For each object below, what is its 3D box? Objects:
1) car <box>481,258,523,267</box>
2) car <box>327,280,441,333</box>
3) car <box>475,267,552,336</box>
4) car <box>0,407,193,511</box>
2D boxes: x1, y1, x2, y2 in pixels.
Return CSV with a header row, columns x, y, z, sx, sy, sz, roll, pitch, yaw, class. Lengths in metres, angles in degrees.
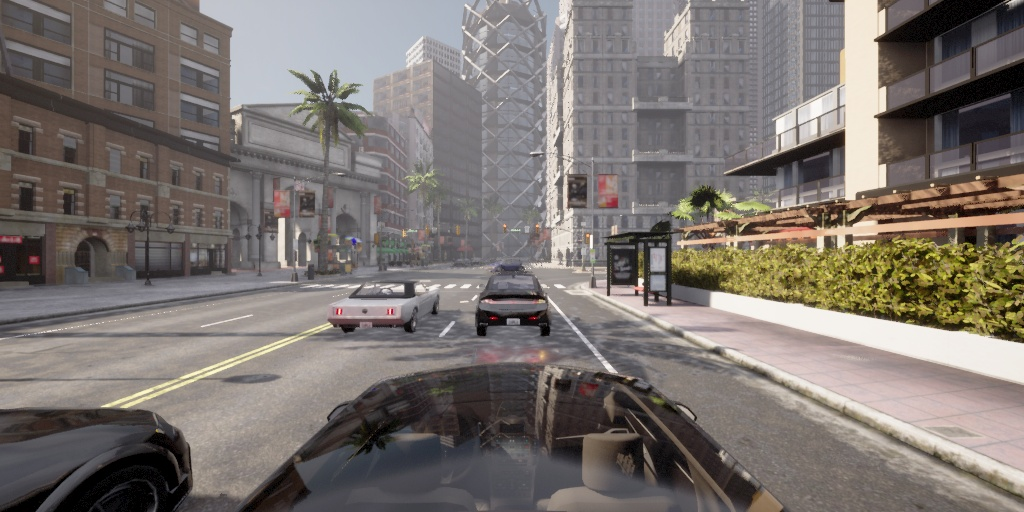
x,y,z,sx,sy,sz,roll,pitch,yaw,class
-0.846,1.102,42.212,4.553,1.767,2.097,0,0,-39,car
-3.457,1.351,10.750,1.895,1.301,4.718,0,0,0,car
0.041,1.242,10.370,2.128,1.511,4.902,0,0,0,car
-3.392,1.314,0.930,1.994,1.385,4.181,0,0,0,car
